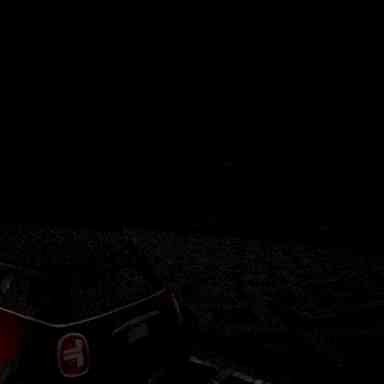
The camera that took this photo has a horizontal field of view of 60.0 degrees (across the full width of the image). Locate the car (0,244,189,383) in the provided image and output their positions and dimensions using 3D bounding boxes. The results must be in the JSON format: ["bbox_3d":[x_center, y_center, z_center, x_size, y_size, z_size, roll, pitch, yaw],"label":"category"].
[{"bbox_3d":[-2.118,1.435,4.468,4.097,1.590,1.967,0,0,35],"label":"car"}]

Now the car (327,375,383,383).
[{"bbox_3d":[2.471,1.584,1.197,4.206,1.307,1.802,0,0,35],"label":"car"}]
